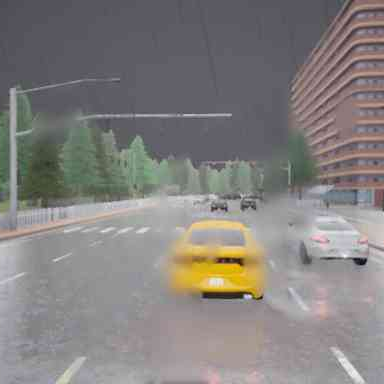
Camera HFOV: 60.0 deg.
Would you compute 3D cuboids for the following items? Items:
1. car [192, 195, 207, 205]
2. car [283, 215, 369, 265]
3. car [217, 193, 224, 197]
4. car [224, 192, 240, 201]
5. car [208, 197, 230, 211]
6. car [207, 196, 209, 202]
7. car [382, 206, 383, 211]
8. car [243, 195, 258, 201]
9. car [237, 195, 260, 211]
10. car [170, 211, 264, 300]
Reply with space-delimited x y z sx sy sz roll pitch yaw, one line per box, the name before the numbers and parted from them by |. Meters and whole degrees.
car | 1.262 1.486 60.108 1.812 1.442 4.674 0 0 5
car | 4.436 1.518 11.521 1.812 1.442 4.674 0 0 5
car | 8.787 1.155 89.822 2.150 2.045 5.566 0 0 31
car | 11.122 1.168 86.964 2.150 2.045 5.566 0 0 31
car | 3.259 1.596 39.576 1.895 1.301 4.718 0 0 5
car | 2.880 1.475 75.220 1.812 1.442 4.674 0 0 10
car | 22.452 1.536 34.513 4.892 1.490 1.837 0 0 5
car | 15.338 1.468 87.039 2.128 1.511 4.902 0 0 34
car | 6.883 1.511 40.959 1.837 1.490 4.892 0 0 5
car | 0.657 1.472 8.488 1.882 1.535 5.008 0 0 5
